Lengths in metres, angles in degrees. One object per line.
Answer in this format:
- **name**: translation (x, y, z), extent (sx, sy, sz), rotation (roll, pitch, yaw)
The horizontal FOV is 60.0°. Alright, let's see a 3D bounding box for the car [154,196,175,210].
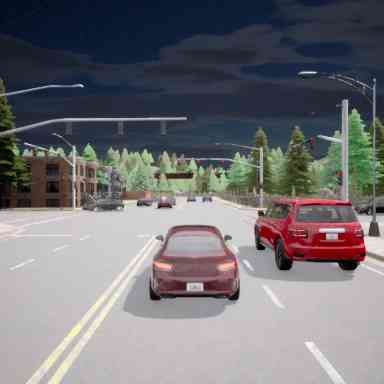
- **car**: translation (-3.540, 1.601, 43.469), extent (1.895, 1.301, 4.718), rotation (0, 0, -3)

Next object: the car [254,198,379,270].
- **car**: translation (3.558, 1.221, 11.107), extent (2.150, 2.045, 5.566), rotation (0, 0, 0)

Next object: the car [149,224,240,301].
- **car**: translation (0.050, 1.526, 8.227), extent (1.812, 1.442, 4.674), rotation (0, 0, 0)

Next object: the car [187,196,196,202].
- **car**: translation (-0.119, 1.553, 74.618), extent (1.994, 1.385, 4.181), rotation (0, 0, 0)

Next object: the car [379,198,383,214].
- **car**: translation (18.275, 1.352, 32.491), extent (4.553, 1.767, 2.097), rotation (0, 0, 0)

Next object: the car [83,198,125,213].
- **car**: translation (-9.950, 1.507, 37.853), extent (1.837, 1.490, 4.892), rotation (4, 2, 42)

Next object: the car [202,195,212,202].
- **car**: translation (3.389, 1.355, 74.389), extent (2.097, 1.767, 4.553), rotation (0, 0, 0)

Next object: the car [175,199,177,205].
- **car**: translation (-3.671, 1.506, 56.273), extent (1.837, 1.490, 4.892), rotation (0, 0, 0)

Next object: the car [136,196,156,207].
- **car**: translation (-7.178, 1.547, 50.687), extent (2.033, 1.411, 5.357), rotation (0, 0, 0)
